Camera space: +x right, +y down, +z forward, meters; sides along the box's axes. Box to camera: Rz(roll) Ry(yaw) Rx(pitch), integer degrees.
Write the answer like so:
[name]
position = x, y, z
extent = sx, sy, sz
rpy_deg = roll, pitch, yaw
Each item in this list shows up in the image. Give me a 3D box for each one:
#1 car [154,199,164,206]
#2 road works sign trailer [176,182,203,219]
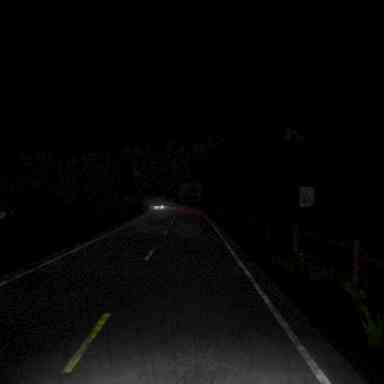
[car]
position = -7.007, 2.214, 70.888
extent = 2.128, 1.511, 4.902
rpy_deg = 0, -1, -9
[road works sign trailer]
position = -0.130, 0.781, 32.500
extent = 2.380, 3.560, 2.880
rpy_deg = 0, -1, -3
